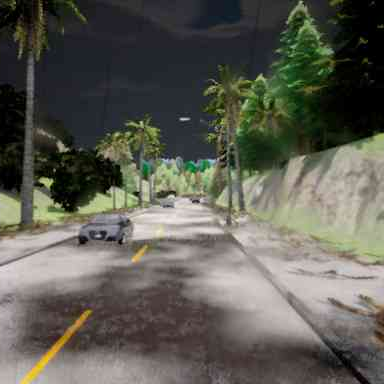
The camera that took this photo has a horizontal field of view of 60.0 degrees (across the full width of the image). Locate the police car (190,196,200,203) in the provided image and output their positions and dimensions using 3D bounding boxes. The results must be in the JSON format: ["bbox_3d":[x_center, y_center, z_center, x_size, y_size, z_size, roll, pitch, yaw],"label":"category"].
[{"bbox_3d":[1.063,2.373,92.250,1.930,1.638,5.238,-2,-2,0],"label":"police car"}]

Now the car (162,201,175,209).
[{"bbox_3d":[-4.078,2.171,57.689,1.994,1.385,4.181,0,-1,0],"label":"car"}]

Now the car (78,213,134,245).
[{"bbox_3d":[-4.102,1.738,16.460,1.994,1.385,4.181,0,-1,0],"label":"car"}]
